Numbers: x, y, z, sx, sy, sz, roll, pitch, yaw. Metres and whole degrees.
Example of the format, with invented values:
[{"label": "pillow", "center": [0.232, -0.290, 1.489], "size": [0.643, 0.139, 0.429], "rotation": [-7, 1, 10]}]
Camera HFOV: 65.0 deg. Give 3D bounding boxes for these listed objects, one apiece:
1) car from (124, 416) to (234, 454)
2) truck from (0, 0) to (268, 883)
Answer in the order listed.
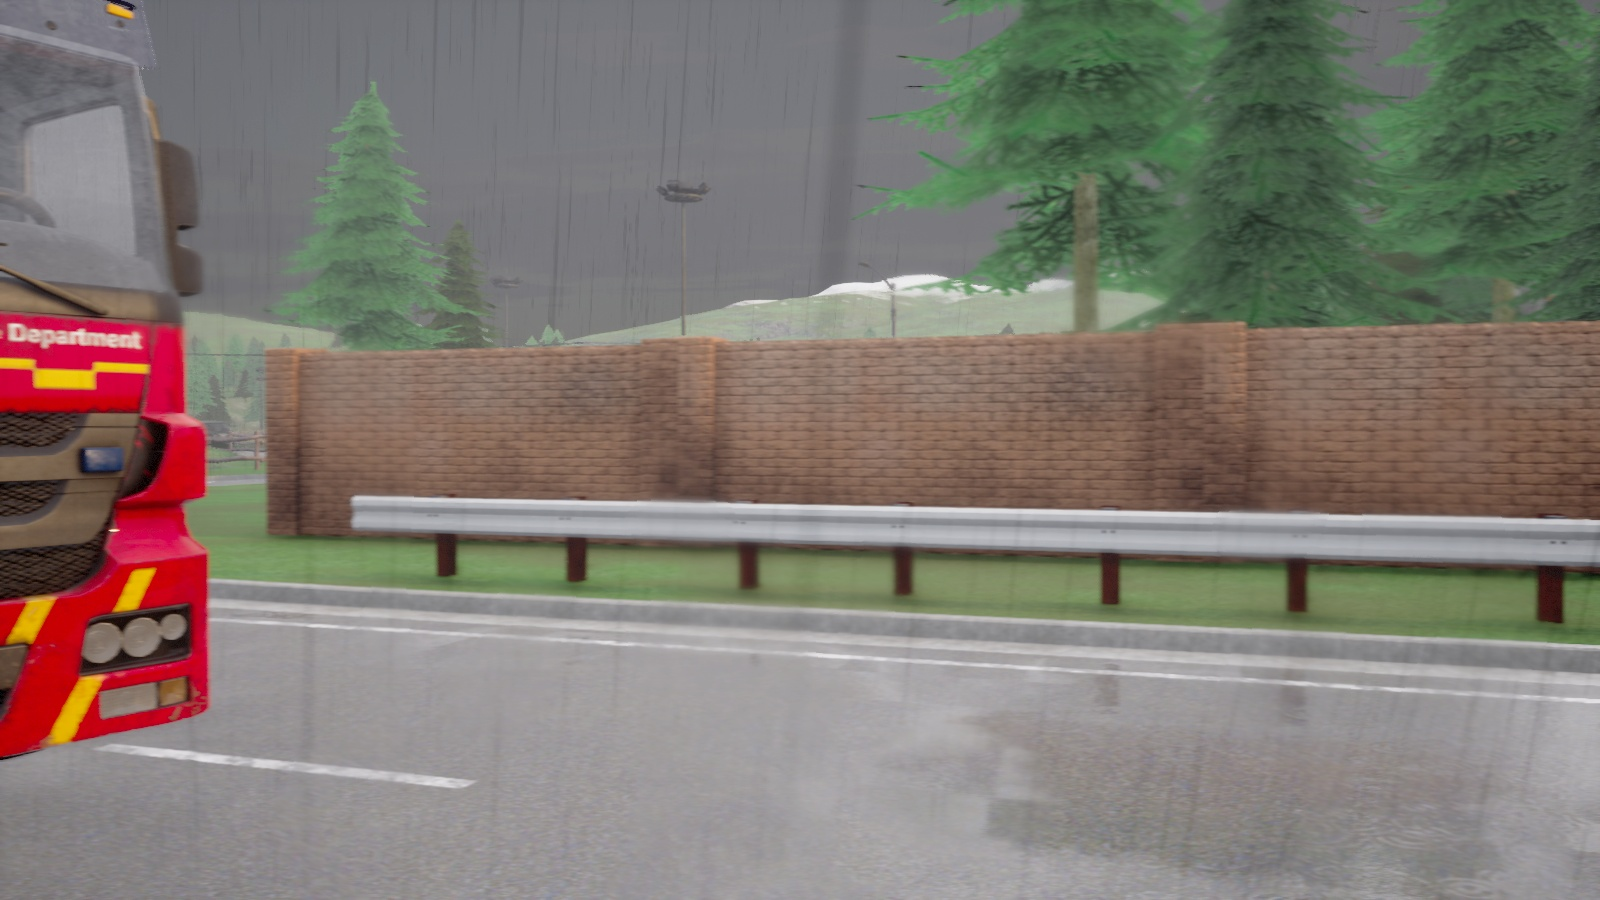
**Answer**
[{"label": "car", "center": [-34.491, -0.848, 69.707], "size": [5.566, 2.045, 2.150], "rotation": [0, 1, 18]}, {"label": "truck", "center": [-6.493, -0.485, 6.247], "size": [8.468, 3.827, 2.891], "rotation": [1, 1, 34]}]
